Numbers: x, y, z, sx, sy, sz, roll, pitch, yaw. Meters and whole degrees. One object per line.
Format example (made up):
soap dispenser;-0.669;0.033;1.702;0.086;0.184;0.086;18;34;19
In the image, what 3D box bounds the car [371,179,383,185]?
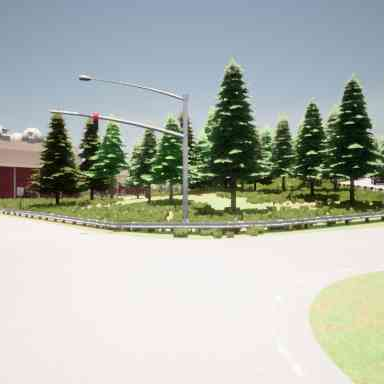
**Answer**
car;29.010;-1.912;51.528;1.837;1.490;4.892;0;5;21
